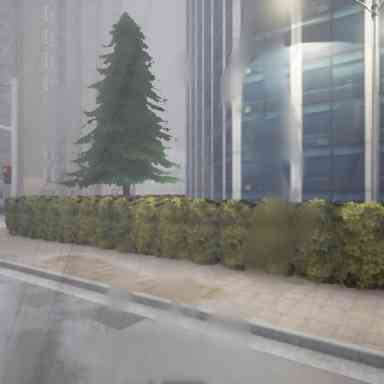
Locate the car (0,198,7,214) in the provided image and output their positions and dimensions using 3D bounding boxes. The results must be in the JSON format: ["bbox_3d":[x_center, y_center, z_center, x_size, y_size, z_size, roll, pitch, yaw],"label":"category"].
[{"bbox_3d":[-18.878,1.352,32.090,2.097,1.767,4.553,0,0,36],"label":"car"}]
